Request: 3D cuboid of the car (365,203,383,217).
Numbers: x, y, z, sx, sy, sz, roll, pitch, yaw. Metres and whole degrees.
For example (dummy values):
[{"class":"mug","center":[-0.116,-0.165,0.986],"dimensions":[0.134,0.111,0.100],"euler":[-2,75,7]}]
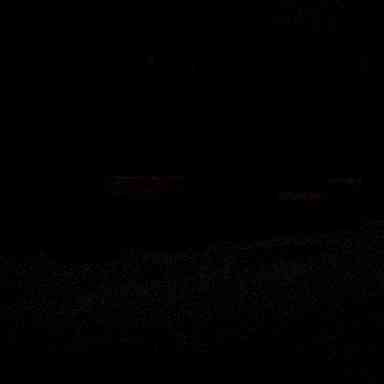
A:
[{"class":"car","center":[20.788,1.947,34.855],"dimensions":[2.128,1.511,4.902],"euler":[-1,-1,-36]}]
